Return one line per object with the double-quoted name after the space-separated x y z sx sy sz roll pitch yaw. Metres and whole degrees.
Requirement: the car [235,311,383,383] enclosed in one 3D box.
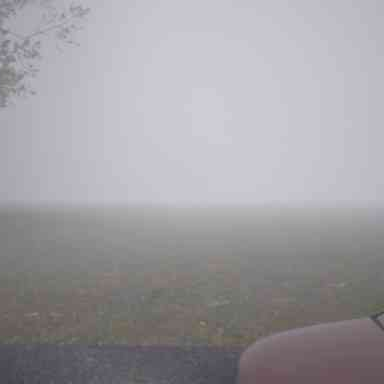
2.686 1.547 2.630 4.674 1.442 1.812 0 0 2 "car"
